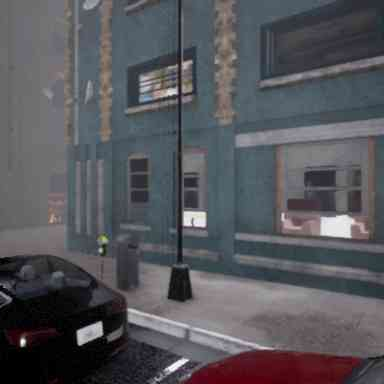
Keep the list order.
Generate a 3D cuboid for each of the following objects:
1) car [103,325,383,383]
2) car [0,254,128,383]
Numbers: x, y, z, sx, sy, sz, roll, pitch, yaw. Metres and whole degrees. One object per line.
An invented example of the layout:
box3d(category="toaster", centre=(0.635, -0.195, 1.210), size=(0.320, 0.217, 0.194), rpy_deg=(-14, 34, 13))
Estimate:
box3d(category="car", centre=(1.682, 1.578, 1.667), size=(4.206, 1.307, 1.802), rpy_deg=(-1, 0, 36))
box3d(category="car", centre=(-2.814, 1.606, 4.875), size=(4.313, 1.339, 1.947), rpy_deg=(-1, 0, 36))
